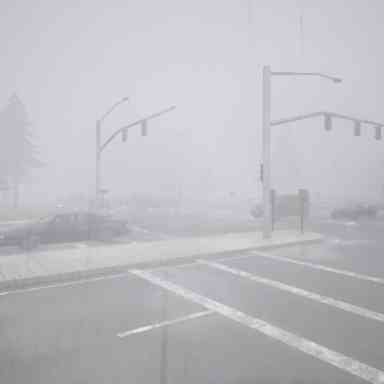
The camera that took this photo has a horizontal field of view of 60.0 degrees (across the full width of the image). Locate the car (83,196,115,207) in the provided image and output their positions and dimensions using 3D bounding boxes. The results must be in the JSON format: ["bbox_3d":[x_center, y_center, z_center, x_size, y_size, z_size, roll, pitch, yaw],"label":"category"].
[{"bbox_3d":[-12.049,1.505,42.956,1.837,1.490,4.892,0,0,-35],"label":"car"}]

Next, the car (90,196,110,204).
[{"bbox_3d":[-17.345,1.491,62.794,2.128,1.511,4.902,0,0,-35],"label":"car"}]

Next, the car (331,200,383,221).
[{"bbox_3d":[13.348,1.525,27.258,4.674,1.442,1.812,0,0,-35],"label":"car"}]

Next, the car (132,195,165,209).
[{"bbox_3d":[-6.250,1.505,46.880,1.837,1.490,4.892,0,0,-35],"label":"car"}]

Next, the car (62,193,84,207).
[{"bbox_3d":[-17.713,1.221,51.032,2.150,2.045,5.566,0,0,-35],"label":"car"}]

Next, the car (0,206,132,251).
[{"bbox_3d":[-5.332,1.547,14.290,5.357,1.411,2.033,0,0,-35],"label":"car"}]

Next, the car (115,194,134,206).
[{"bbox_3d":[-11.491,1.505,54.371,1.837,1.490,4.892,0,0,-35],"label":"car"}]

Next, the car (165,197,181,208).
[{"bbox_3d":[-3.468,1.505,49.008,1.837,1.490,4.892,0,0,-35],"label":"car"}]

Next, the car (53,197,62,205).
[{"bbox_3d":[-23.409,1.564,59.250,1.994,1.385,4.181,0,0,-34],"label":"car"}]

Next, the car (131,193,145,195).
[{"bbox_3d":[-9.006,1.222,56.931,2.150,2.045,5.566,0,0,-35],"label":"car"}]

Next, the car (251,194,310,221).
[{"bbox_3d":[7.383,1.221,27.391,5.566,2.045,2.150,0,0,-35],"label":"car"}]

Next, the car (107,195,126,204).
[{"bbox_3d":[-14.795,1.478,65.282,1.882,1.535,5.008,0,0,-34],"label":"car"}]
